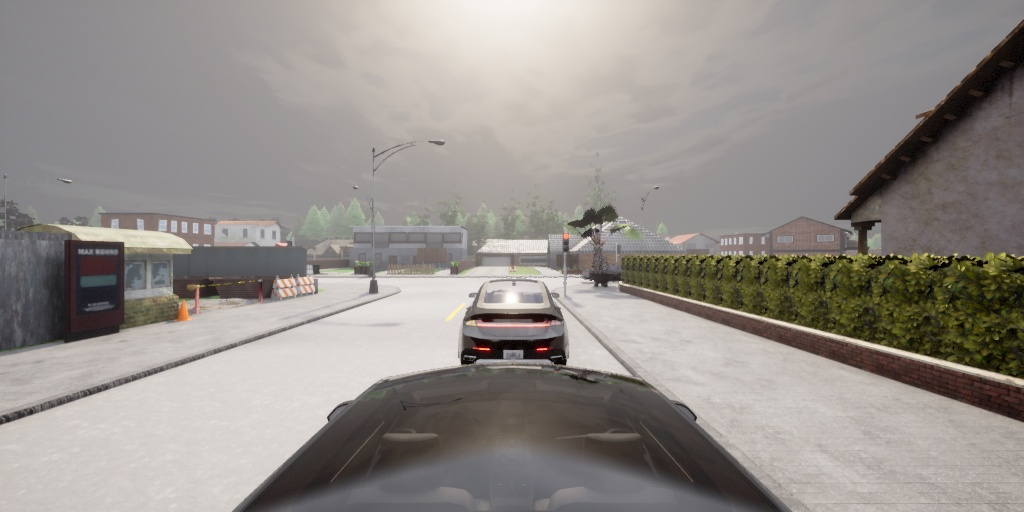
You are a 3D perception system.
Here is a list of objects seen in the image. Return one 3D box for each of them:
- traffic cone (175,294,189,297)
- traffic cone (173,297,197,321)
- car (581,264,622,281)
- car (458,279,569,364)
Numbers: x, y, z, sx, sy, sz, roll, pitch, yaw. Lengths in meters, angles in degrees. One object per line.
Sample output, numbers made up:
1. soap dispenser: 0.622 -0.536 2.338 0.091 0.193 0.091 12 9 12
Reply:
1. traffic cone: -10.392 1.568 11.070 0.344 0.586 0.344 0 0 0
2. traffic cone: -9.672 1.598 10.550 0.344 0.586 0.344 0 0 0
3. car: 7.910 1.298 26.770 5.357 1.411 2.033 0 0 0
4. car: 0.042 1.242 7.724 2.128 1.511 4.902 0 0 1
